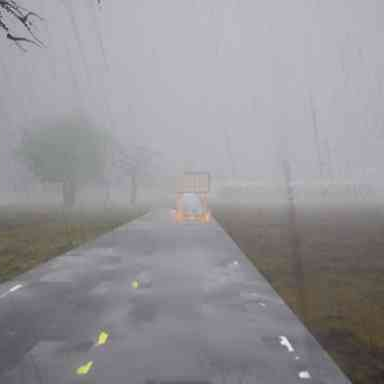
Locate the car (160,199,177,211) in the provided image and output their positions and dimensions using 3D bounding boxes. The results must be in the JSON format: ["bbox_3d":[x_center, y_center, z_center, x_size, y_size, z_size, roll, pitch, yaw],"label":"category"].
[{"bbox_3d":[-2.837,1.605,41.413,2.033,1.411,5.357,0,0,0],"label":"car"}]

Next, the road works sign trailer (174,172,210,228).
[{"bbox_3d":[0.010,0.458,22.384,2.380,3.560,2.880,0,0,1],"label":"road works sign trailer"}]
